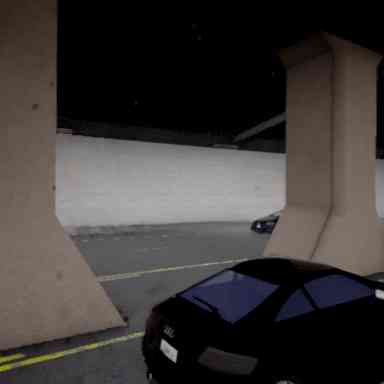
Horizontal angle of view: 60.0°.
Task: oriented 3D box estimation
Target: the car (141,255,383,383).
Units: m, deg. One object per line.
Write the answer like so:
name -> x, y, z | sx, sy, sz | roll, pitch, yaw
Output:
car -> 1.462, 1.589, 4.434 | 4.181, 1.385, 1.994 | 1, 0, -32

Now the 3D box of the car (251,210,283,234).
car -> 5.414, 1.706, 18.830 | 4.181, 1.385, 1.994 | 1, 0, -25
